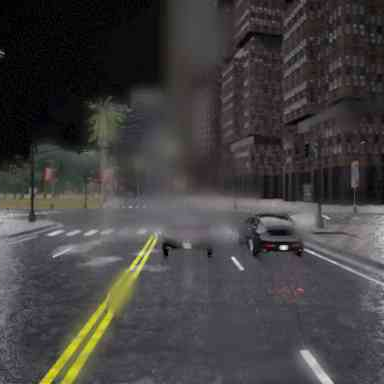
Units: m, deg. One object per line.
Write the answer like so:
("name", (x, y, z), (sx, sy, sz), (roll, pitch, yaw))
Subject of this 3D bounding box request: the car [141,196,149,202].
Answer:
("car", (-11.517, 1.669, 80.734), (2.033, 1.411, 5.357), (0, 0, -11))

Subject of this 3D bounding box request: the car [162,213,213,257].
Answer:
("car", (-0.198, 1.621, 13.612), (2.128, 1.511, 4.902), (0, 0, -1))

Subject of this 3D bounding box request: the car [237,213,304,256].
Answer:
("car", (3.051, 1.635, 13.695), (1.837, 1.490, 4.892), (0, 0, -1))
